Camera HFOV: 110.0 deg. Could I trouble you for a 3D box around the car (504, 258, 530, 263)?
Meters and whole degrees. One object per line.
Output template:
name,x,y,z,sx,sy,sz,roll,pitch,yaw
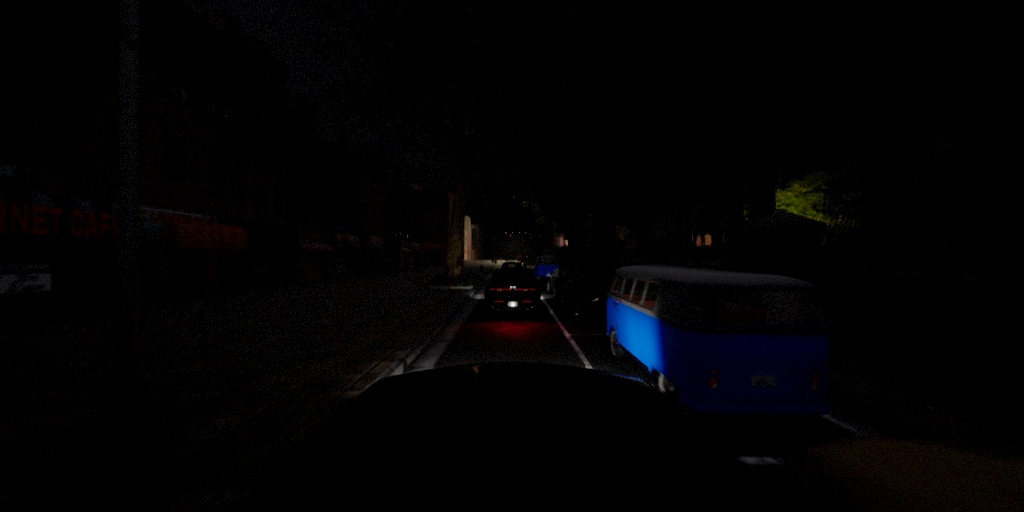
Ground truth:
car,-0.016,1.111,25.742,2.033,1.411,5.357,0,0,0

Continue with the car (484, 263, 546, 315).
car,0.034,1.163,13.110,1.837,1.490,4.892,0,1,0

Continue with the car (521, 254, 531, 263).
car,2.623,0.846,51.580,1.801,1.575,5.366,0,0,0

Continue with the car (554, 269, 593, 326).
car,2.618,1.239,11.068,1.948,1.339,4.313,0,0,0

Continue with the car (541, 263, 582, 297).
car,2.603,1.182,16.516,2.007,1.370,4.403,0,0,0

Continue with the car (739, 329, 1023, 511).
car,2.646,1.288,0.339,1.751,1.417,4.829,0,0,0

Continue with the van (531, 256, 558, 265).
van,2.575,0.892,27.415,1.690,1.789,3.998,0,0,0

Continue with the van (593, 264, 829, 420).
van,2.632,1.058,5.618,1.690,1.789,3.998,0,0,0
